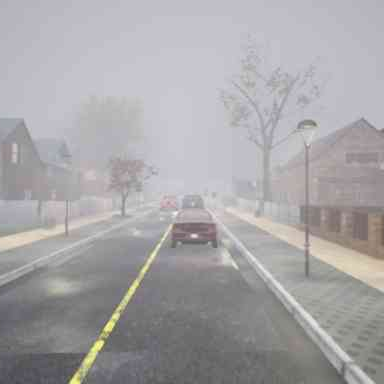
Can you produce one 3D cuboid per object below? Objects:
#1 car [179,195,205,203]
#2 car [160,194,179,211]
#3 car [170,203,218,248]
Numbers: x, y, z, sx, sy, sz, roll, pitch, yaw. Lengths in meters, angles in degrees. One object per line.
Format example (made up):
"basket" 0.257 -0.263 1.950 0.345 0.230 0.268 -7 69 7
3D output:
"car" 0.091 1.262 32.784 2.150 2.045 5.566 0 0 0
"car" -2.760 1.289 42.078 2.150 2.045 5.566 0 0 0
"car" 0.094 1.492 14.962 1.882 1.535 5.008 0 0 0
